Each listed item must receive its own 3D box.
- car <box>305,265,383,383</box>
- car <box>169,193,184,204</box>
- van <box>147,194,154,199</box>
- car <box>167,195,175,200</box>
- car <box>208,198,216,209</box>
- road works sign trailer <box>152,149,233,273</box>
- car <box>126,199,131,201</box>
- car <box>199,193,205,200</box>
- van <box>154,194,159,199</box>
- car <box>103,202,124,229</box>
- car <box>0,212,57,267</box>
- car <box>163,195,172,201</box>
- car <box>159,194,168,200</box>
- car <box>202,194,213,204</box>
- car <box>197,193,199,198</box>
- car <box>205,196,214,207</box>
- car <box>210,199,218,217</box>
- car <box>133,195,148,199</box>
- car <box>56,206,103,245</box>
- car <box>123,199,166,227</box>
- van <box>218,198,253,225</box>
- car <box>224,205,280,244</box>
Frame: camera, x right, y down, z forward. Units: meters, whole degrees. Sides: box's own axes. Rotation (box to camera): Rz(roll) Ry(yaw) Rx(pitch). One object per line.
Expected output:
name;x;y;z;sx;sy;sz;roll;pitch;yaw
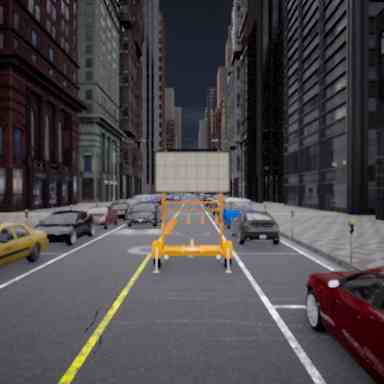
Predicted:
car;2.766;1.534;3.927;1.887;1.381;4.507;0;0;0
car;-2.955;1.358;62.423;1.882;1.535;5.008;0;0;1
van;-5.710;1.259;37.741;1.690;1.788;3.998;0;0;0
car;-5.635;1.422;88.471;1.947;1.339;4.313;0;0;0
car;2.807;1.509;32.109;1.802;1.307;4.206;0;0;0
road works sign trailer;0.015;0.437;10.586;2.380;3.560;2.880;0;0;0
car;-5.726;1.504;26.469;1.947;1.339;4.313;0;0;0
car;2.848;1.198;60.289;2.192;1.841;5.009;0;0;0
van;-5.702;1.250;43.378;1.690;1.788;3.998;0;0;0
car;-5.734;1.532;20.832;1.802;1.307;4.206;0;0;0
car;-5.751;1.501;9.388;1.752;1.417;4.829;0;0;0
car;-5.652;1.410;77.197;1.887;1.381;4.507;0;0;0
car;-5.685;1.206;54.650;2.192;1.841;5.009;0;0;0
car;2.832;1.444;49.017;1.887;1.381;4.507;0;0;0
car;2.882;1.385;83.005;1.752;1.417;4.829;0;0;0
car;2.816;1.468;37.745;2.008;1.369;4.403;0;0;0
car;2.799;1.489;26.472;2.008;1.369;4.403;0;0;0
car;-5.718;1.368;32.105;1.967;1.590;4.097;0;0;0
car;-5.742;1.528;15.195;1.947;1.339;4.313;0;0;0
car;-3.067;1.452;22.153;1.837;1.490;4.892;0;0;0
van;2.791;1.291;20.835;1.690;1.788;3.998;0;0;0
car;2.783;1.513;15.200;2.008;1.369;4.403;0;0;0
